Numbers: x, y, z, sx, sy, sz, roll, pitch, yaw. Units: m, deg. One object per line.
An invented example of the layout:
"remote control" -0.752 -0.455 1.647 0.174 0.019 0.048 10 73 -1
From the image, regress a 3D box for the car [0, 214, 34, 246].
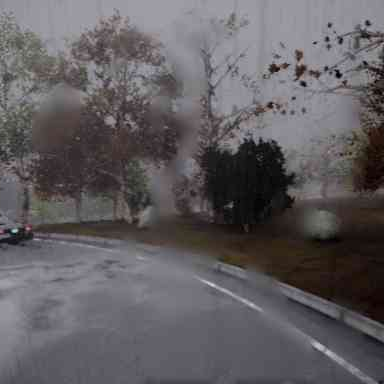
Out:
"car" -9.146 1.593 13.993 5.357 1.411 2.033 -1 0 25
